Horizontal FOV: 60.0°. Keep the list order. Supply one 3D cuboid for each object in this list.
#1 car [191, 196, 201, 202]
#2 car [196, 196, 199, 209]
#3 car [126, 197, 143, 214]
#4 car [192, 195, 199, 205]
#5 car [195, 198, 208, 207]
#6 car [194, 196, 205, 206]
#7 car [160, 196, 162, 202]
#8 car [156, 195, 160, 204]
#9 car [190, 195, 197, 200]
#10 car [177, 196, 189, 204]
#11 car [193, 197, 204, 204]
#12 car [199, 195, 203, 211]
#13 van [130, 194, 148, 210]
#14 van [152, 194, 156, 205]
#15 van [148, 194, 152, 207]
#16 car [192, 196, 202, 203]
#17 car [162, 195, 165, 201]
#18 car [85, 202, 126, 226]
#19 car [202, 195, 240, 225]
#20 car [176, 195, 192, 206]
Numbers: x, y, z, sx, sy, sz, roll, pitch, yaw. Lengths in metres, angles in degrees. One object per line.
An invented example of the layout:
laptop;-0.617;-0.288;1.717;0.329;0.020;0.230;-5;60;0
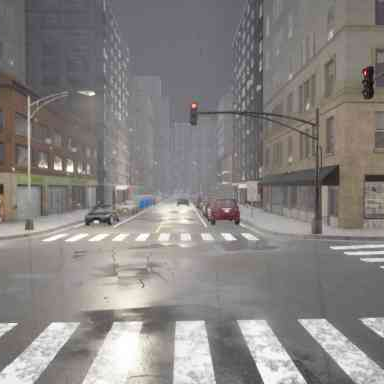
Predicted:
car;0.842;1.549;74.345;2.008;1.369;4.403;-1;0;-2
car;1.753;1.534;41.012;1.752;1.417;4.829;-1;0;-2
car;-6.610;1.534;34.854;1.752;1.417;4.829;-1;0;-2
car;1.603;1.323;46.426;2.192;1.841;5.009;-1;0;-2
car;1.453;1.589;52.010;1.802;1.307;4.206;-1;0;-2
car;1.295;1.530;57.764;1.752;1.417;4.829;-1;0;-2
car;-7.386;1.443;62.942;1.967;1.590;4.097;-1;0;-2
car;-7.233;1.320;57.359;2.192;1.841;5.009;-1;0;-2
car;0.383;1.537;91.096;2.008;1.369;4.403;-1;0;-2
car;-1.731;1.550;63.854;2.033;1.411;5.357;0;0;-2
car;1.147;1.569;63.178;1.947;1.339;4.313;-1;0;-2
car;2.061;1.323;29.675;2.192;1.841;5.009;-1;0;-2
van;-6.771;1.349;40.607;1.690;1.788;3.998;-1;0;-2
van;-7.079;1.348;51.775;1.690;1.788;3.998;-1;0;-2
van;-6.925;1.349;46.191;1.690;1.788;3.998;-1;0;-2
car;0.994;1.566;68.761;1.947;1.339;4.313;-1;0;-2
car;-7.694;1.438;74.109;1.967;1.590;4.097;-1;0;-2
car;-6.306;1.572;23.856;1.947;1.339;4.313;-1;0;-2
car;2.214;1.321;24.091;2.192;1.841;5.009;-1;0;-2
car;-1.443;1.511;53.436;1.837;1.490;4.892;0;0;-2
